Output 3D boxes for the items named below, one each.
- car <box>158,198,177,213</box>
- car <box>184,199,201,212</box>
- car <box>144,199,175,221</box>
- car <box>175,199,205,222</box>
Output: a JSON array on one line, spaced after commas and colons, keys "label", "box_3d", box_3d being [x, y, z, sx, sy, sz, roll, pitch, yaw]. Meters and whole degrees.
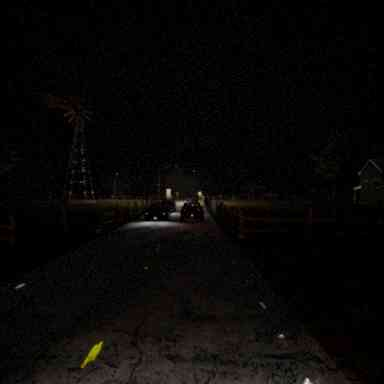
[{"label": "car", "box_3d": [-2.760, 1.554, 38.435, 1.837, 1.490, 4.892, 0, 1, 0]}, {"label": "car", "box_3d": [0.064, 1.602, 41.487, 2.033, 1.411, 5.357, 0, 0, 0]}, {"label": "car", "box_3d": [-2.759, 1.586, 27.814, 2.033, 1.411, 5.357, 0, 0, 0]}, {"label": "car", "box_3d": [0.027, 1.527, 26.704, 2.128, 1.511, 4.902, 0, 0, 1]}]
